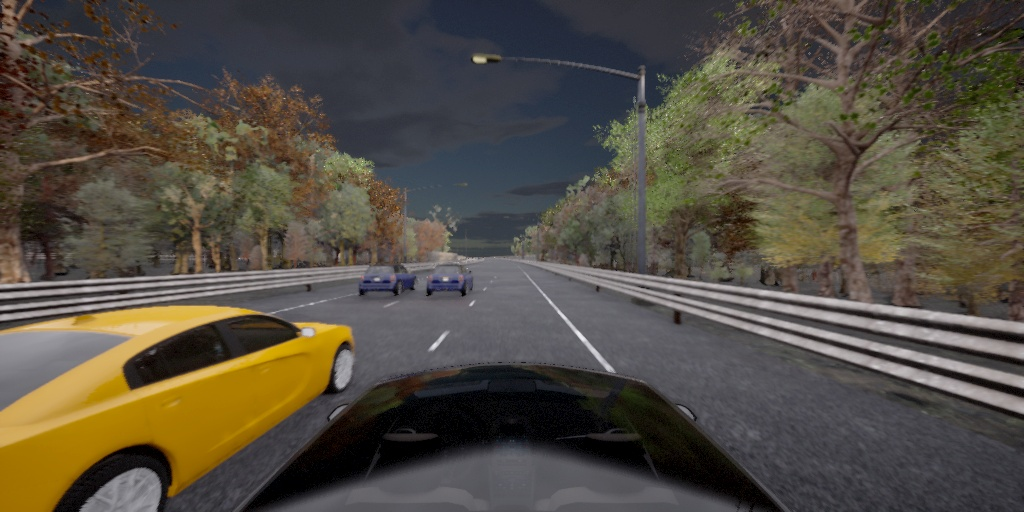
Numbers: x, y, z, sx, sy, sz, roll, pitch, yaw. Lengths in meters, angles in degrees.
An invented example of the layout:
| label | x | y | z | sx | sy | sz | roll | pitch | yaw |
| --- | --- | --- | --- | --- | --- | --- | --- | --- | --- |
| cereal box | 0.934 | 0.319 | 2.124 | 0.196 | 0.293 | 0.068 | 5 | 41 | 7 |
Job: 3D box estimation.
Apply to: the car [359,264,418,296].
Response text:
| label | x | y | z | sx | sy | sz | roll | pitch | yaw |
| --- | --- | --- | --- | --- | --- | --- | --- | --- | --- |
| car | -6.897 | 1.225 | 20.453 | 2.097 | 1.767 | 4.553 | 0 | 0 | 0 |

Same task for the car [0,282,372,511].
| label | x | y | z | sx | sy | sz | roll | pitch | yaw |
| --- | --- | --- | --- | --- | --- | --- | --- | --- | --- |
| car | -3.398 | 1.240 | 3.677 | 1.882 | 1.535 | 5.008 | 0 | 0 | 0 |

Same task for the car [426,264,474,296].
| label | x | y | z | sx | sy | sz | roll | pitch | yaw |
| --- | --- | --- | --- | --- | --- | --- | --- | --- | --- |
| car | -3.397 | 1.225 | 20.449 | 2.097 | 1.767 | 4.553 | 0 | 0 | 0 |
